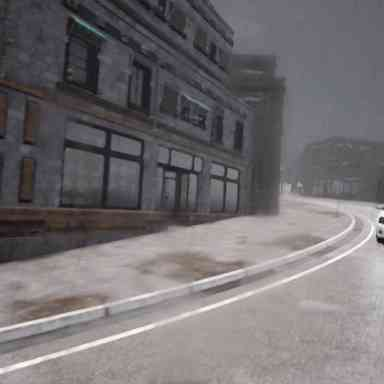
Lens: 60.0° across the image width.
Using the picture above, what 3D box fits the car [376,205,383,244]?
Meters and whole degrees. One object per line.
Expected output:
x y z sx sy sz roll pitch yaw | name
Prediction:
9.658 1.153 14.848 2.150 2.045 5.566 1 1 33 | car
